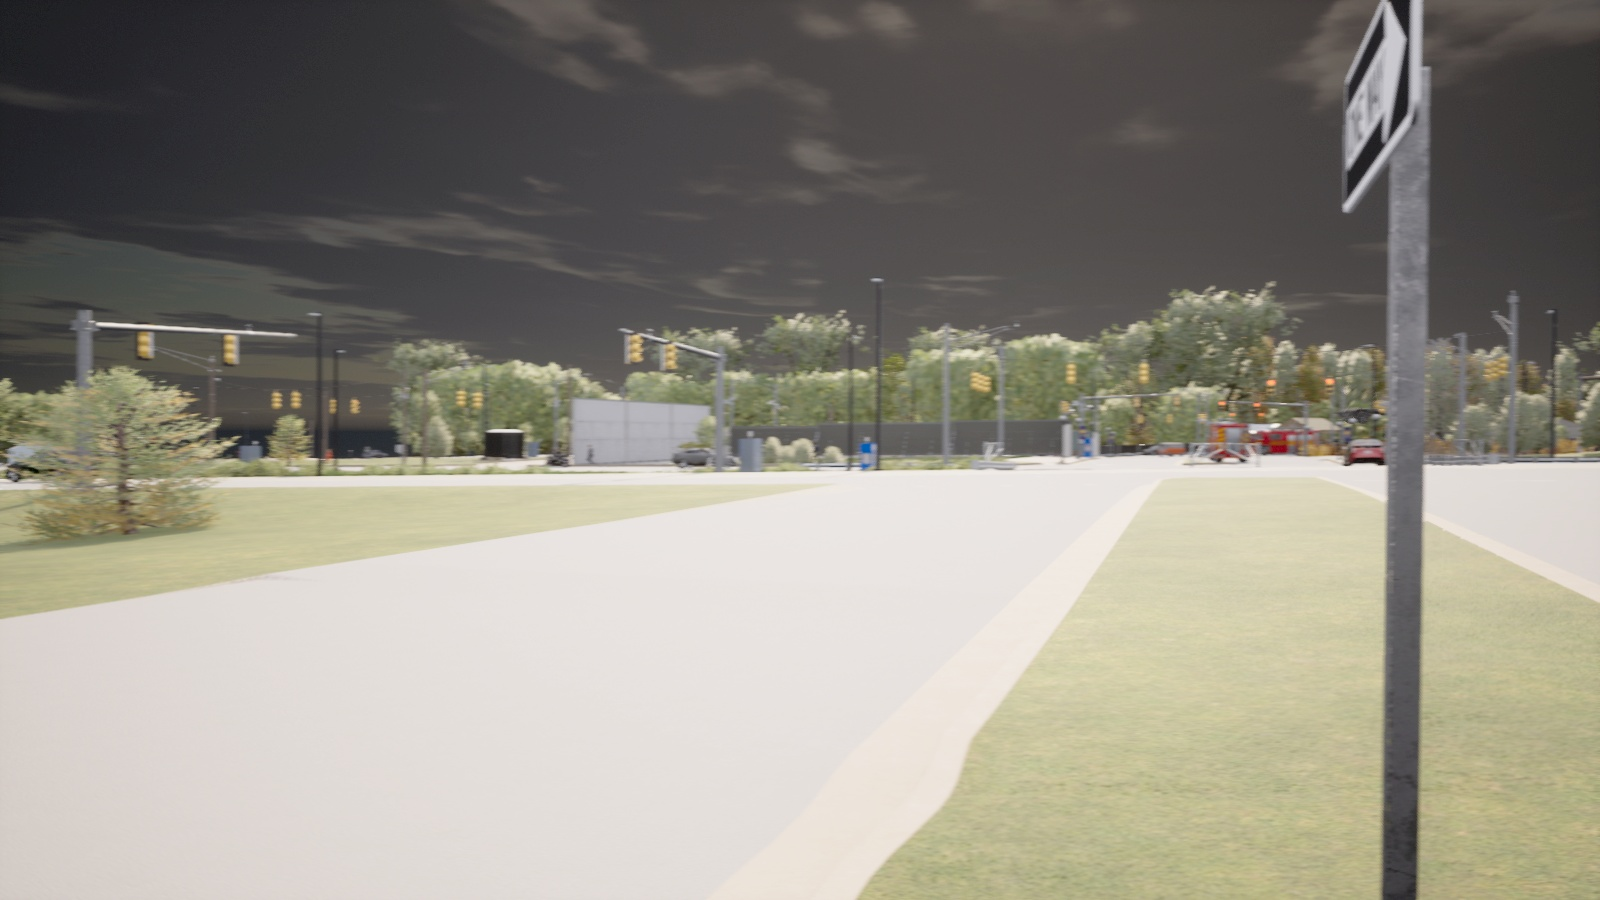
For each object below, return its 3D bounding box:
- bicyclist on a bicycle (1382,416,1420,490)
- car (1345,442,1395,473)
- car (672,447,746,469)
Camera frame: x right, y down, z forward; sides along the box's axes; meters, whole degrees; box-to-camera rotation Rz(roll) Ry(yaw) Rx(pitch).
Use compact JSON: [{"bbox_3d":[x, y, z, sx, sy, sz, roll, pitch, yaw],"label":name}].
[{"bbox_3d":[14.910,0.063,31.183,0.659,1.776,1.843,0,1,20],"label":"bicyclist on a bicycle"},{"bbox_3d":[29.217,0.380,64.452,2.007,1.525,4.514,0,0,21],"label":"car"},{"bbox_3d":[-6.550,0.542,90.750,4.902,1.511,2.128,0,1,18],"label":"car"}]
